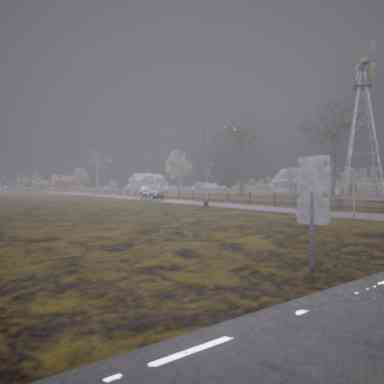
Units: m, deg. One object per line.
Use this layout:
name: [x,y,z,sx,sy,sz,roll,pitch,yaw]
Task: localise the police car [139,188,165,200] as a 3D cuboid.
police car: [-5.590,0.274,46.872,1.930,1.638,5.238,1,1,-35]
